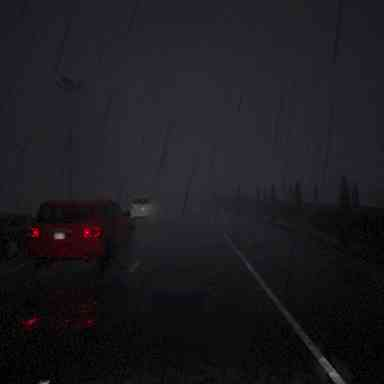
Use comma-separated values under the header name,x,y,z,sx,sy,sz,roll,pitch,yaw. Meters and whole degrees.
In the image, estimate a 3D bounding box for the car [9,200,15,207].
name,x,y,z,sx,sy,sz,roll,pitch,yaw
car,-24.380,1.655,47.402,2.033,1.411,5.357,0,0,-15

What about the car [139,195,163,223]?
name,x,y,z,sx,sy,sz,roll,pitch,yaw
car,-3.574,1.283,26.496,2.150,2.045,5.566,0,0,-1

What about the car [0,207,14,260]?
name,x,y,z,sx,sy,sz,roll,pitch,yaw
car,-6.951,1.535,12.609,1.837,1.490,4.892,0,0,1

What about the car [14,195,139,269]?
name,x,y,z,sx,sy,sz,roll,pitch,yaw
car,-3.466,1.249,11.448,2.150,2.045,5.566,0,0,1

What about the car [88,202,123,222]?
name,x,y,z,sx,sy,sz,roll,pitch,yaw
car,-7.115,1.628,27.758,1.994,1.385,4.181,0,0,-2

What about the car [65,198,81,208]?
name,x,y,z,sx,sy,sz,roll,pitch,yaw
car,-18.370,1.680,51.509,1.994,1.385,4.181,0,0,-17

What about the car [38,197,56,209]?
name,x,y,z,sx,sy,sz,roll,pitch,yaw
car,-21.224,1.588,48.880,1.882,1.535,5.008,0,0,-16
